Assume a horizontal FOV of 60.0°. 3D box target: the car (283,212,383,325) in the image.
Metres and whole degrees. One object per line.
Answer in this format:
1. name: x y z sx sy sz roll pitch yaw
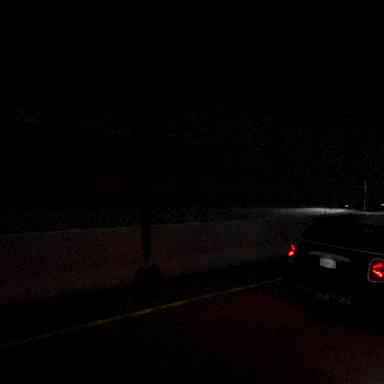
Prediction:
1. car: 4.007 1.259 6.995 4.553 1.767 2.097 1 2 -38

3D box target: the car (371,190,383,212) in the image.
1. car: 20.206 0.899 32.985 5.566 2.045 2.150 1 2 -37
